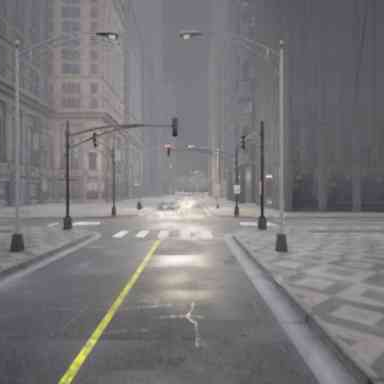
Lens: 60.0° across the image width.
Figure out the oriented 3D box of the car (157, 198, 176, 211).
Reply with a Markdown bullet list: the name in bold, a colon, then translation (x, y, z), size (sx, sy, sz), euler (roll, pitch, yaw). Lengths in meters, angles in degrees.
- **car**: translation (-2.995, 1.508, 39.714), size (2.128, 1.511, 4.902), euler (0, 1, 0)
